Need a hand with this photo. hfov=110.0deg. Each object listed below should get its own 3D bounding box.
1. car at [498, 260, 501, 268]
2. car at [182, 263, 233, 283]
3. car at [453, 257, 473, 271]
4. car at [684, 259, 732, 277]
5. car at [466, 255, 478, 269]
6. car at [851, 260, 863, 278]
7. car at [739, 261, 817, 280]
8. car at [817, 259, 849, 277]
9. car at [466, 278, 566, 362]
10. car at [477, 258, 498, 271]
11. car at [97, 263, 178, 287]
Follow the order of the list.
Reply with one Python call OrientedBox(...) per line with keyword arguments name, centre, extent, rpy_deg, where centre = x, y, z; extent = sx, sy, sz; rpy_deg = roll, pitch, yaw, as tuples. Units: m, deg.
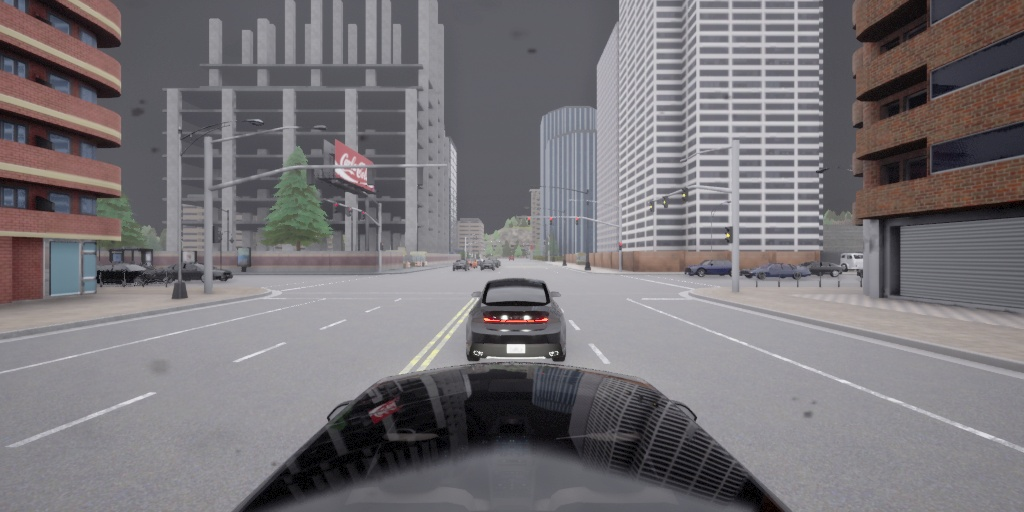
OrientedBox(name="car", centre=(-3.287, 1.102, 60.415), extent=(2.097, 1.767, 4.553), rpy_deg=(0, 0, 1))
OrientedBox(name="car", centre=(-24.210, 1.255, 27.472), extent=(4.892, 1.490, 1.837), rpy_deg=(0, 0, 0))
OrientedBox(name="car", centre=(-6.862, 1.254, 48.760), extent=(1.837, 1.490, 4.892), rpy_deg=(0, 0, 0))
OrientedBox(name="car", centre=(19.218, 1.102, 34.690), extent=(4.553, 1.767, 2.097), rpy_deg=(0, 0, 0))
OrientedBox(name="car", centre=(-6.805, 1.102, 57.966), extent=(2.097, 1.767, 4.553), rpy_deg=(0, 0, 0))
OrientedBox(name="car", centre=(32.720, 1.314, 31.180), extent=(4.181, 1.385, 1.994), rpy_deg=(0, 0, 0))
OrientedBox(name="car", centre=(22.808, 1.297, 31.191), extent=(5.357, 1.411, 2.033), rpy_deg=(0, 0, 0))
OrientedBox(name="car", centre=(29.068, 1.255, 34.684), extent=(4.892, 1.490, 1.837), rpy_deg=(0, 0, 0))
OrientedBox(name="car", centre=(0.094, 1.255, 8.228), extent=(1.837, 1.490, 4.892), rpy_deg=(0, 0, 1))
OrientedBox(name="car", centre=(-3.354, 1.254, 50.290), extent=(1.837, 1.490, 4.892), rpy_deg=(0, 0, 0))
OrientedBox(name="car", centre=(-25.611, 1.227, 23.971), extent=(5.008, 1.535, 1.882), rpy_deg=(0, 0, 0))
